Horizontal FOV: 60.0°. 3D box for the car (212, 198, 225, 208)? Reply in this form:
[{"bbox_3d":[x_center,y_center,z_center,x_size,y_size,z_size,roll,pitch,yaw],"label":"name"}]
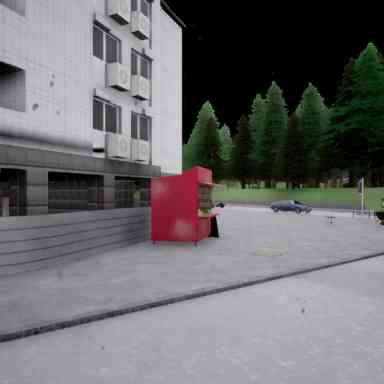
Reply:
[{"bbox_3d":[2.751,1.562,46.598,1.994,1.385,4.181,0,0,-35],"label":"car"}]

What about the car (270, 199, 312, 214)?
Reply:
[{"bbox_3d":[10.543,1.526,35.685,1.812,1.442,4.674,0,0,-36],"label":"car"}]
